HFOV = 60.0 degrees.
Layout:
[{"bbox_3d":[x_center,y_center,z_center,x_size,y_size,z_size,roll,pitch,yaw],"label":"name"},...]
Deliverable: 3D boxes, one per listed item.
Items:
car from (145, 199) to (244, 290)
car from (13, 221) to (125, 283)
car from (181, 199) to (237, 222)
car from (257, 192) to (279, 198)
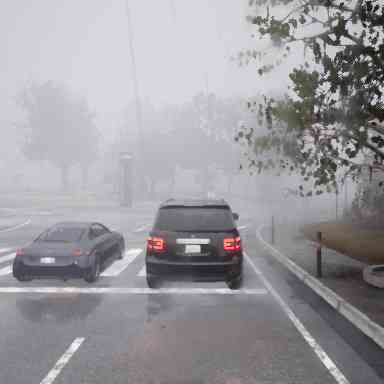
[{"bbox_3d":[0.147,1.198,9.232,2.150,2.045,5.566,0,0,3],"label":"car"},{"bbox_3d":[-3.291,1.538,9.687,1.994,1.385,4.181,0,0,1],"label":"car"},{"bbox_3d":[1.470,1.395,26.882,2.128,1.511,4.902,2,1,37],"label":"car"},{"bbox_3d":[15.004,0.554,66.358,1.895,1.301,4.718,-1,3,-28],"label":"car"}]
